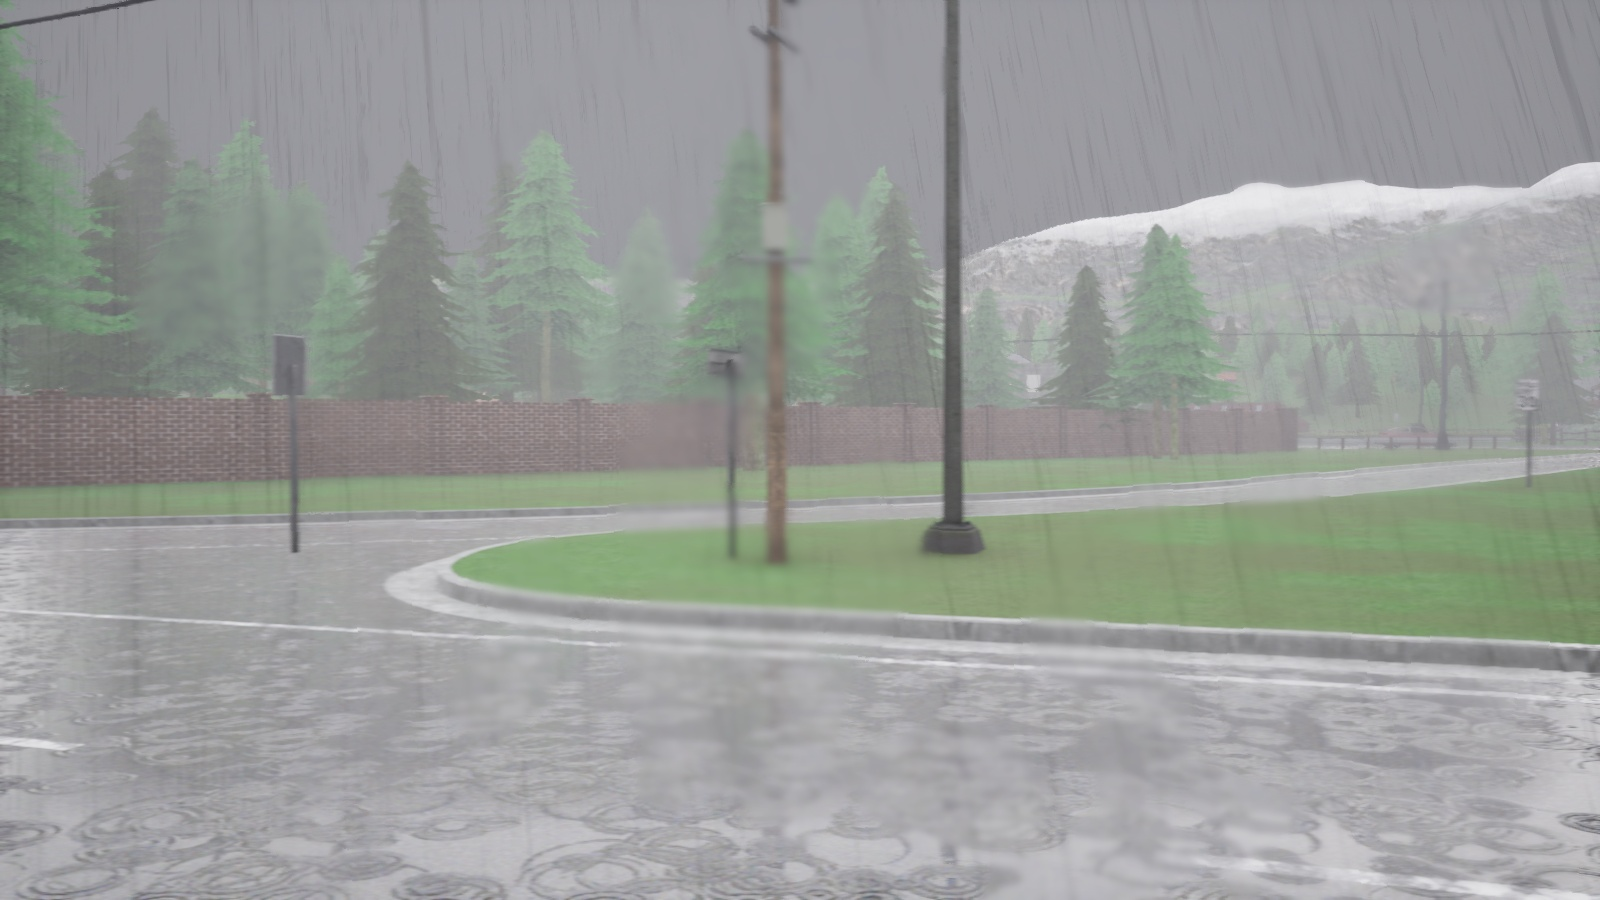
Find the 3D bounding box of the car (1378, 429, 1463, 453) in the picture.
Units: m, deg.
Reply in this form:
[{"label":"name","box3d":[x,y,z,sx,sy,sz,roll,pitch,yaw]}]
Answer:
[{"label":"car","box3d":[42.777,-0.620,86.704,5.027,1.651,2.152,0,1,18]}]
